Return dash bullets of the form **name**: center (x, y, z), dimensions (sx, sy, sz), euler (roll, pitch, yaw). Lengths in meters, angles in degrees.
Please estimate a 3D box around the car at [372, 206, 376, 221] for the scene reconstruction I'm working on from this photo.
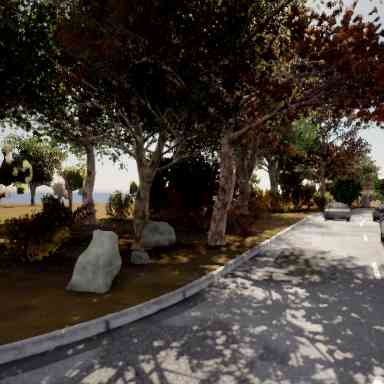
- **car**: center (15.403, 1.581, 26.119), dimensions (1.994, 1.385, 4.181), euler (0, 0, 33)

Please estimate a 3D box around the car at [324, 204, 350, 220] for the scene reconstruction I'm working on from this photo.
- **car**: center (12.180, 1.651, 27.806), dimensions (1.895, 1.301, 4.718), euler (0, 0, 26)

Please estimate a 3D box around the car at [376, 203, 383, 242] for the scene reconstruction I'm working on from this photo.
- **car**: center (8.624, 1.238, 12.789), dimensions (2.150, 2.045, 5.566), euler (0, 0, 25)
